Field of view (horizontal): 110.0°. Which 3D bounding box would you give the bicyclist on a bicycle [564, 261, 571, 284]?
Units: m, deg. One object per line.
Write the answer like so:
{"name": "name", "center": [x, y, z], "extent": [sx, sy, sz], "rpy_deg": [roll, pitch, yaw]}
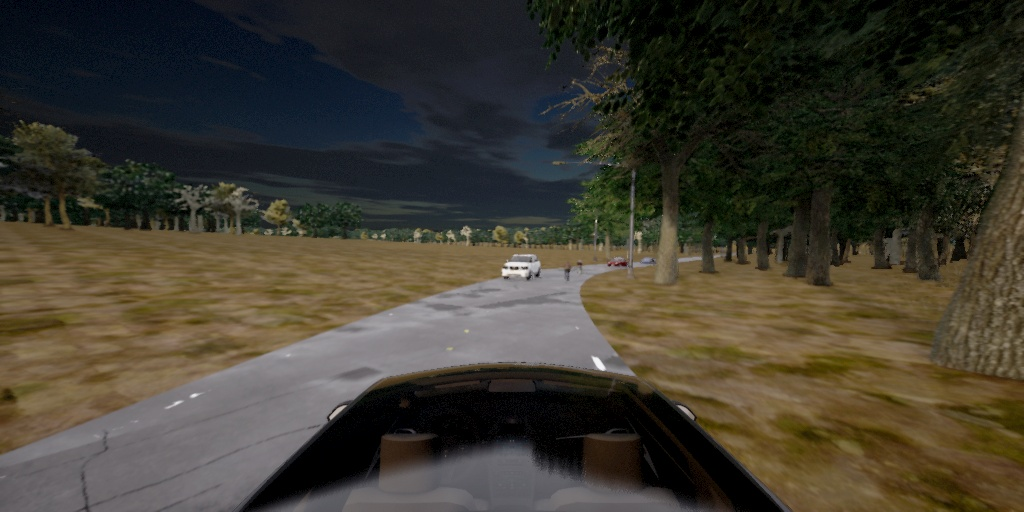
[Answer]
{"name": "bicyclist on a bicycle", "center": [4.064, 1.198, 26.301], "extent": [0.582, 1.620, 1.656], "rpy_deg": [1, 0, 14]}

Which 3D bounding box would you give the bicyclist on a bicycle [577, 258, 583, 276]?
{"name": "bicyclist on a bicycle", "center": [6.578, 1.081, 34.630], "extent": [0.659, 1.776, 1.843], "rpy_deg": [2, 1, 19]}

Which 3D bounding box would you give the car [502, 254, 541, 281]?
{"name": "car", "center": [0.886, 0.866, 29.414], "extent": [2.150, 2.045, 5.566], "rpy_deg": [1, 1, 16]}

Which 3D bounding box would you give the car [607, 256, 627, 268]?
{"name": "car", "center": [16.913, 1.112, 57.420], "extent": [1.895, 1.301, 4.718], "rpy_deg": [3, 2, 35]}
